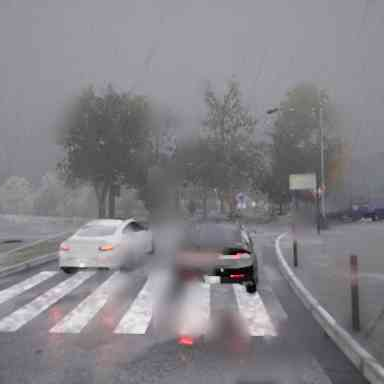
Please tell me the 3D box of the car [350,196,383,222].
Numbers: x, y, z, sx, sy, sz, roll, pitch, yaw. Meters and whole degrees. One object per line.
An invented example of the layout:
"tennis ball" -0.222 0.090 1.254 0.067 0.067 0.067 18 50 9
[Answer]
"car" 15.097 1.347 26.980 5.566 2.045 2.150 -1 -3 -26

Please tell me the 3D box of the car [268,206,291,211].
"car" 19.026 3.746 72.822 4.718 1.301 1.895 -3 -5 37

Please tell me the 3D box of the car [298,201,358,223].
"car" 11.373 1.876 28.600 4.902 1.511 2.128 -1 -3 -26

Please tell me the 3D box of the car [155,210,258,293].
"car" 0.663 1.454 8.787 2.128 1.511 4.902 -1 0 6

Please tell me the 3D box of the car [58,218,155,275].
"car" -2.395 1.518 10.365 1.812 1.442 4.674 -1 0 7
